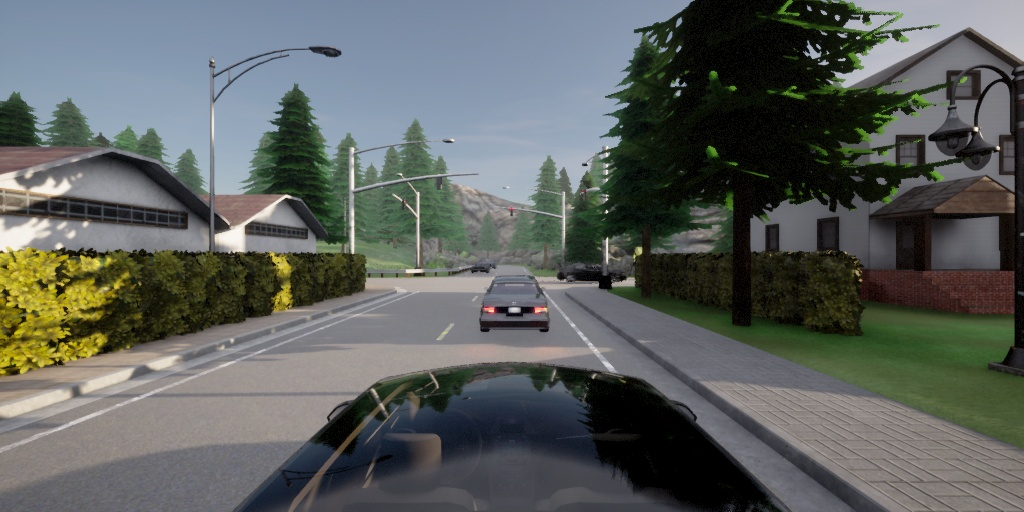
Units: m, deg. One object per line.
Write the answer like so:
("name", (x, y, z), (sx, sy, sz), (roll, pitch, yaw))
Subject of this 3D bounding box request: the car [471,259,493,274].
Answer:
("car", (-3.565, 1.351, 40.694), (1.895, 1.301, 4.718), (0, 0, 0))

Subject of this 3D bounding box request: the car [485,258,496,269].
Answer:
("car", (-3.618, 1.101, 55.168), (2.097, 1.767, 4.553), (0, 0, 0))

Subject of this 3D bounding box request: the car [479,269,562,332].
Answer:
("car", (0.077, 1.297, 10.807), (2.033, 1.411, 5.357), (0, 0, 0))

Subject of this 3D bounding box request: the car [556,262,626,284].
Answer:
("car", (5.719, 1.214, 26.220), (5.008, 1.535, 1.882), (0, 1, 6))
